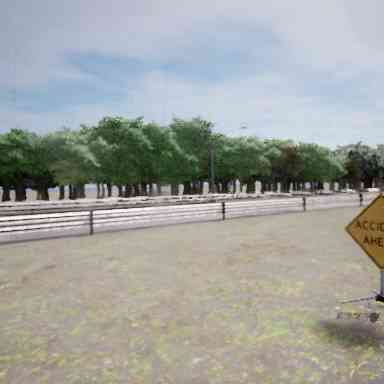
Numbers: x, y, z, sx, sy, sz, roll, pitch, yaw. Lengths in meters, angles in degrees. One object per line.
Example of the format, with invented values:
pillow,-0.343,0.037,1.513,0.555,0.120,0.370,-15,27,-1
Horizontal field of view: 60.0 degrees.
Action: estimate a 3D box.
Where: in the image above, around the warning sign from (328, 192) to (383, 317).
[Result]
warning sign,3.180,0.946,5.532,1.060,1.860,1.300,-2,2,-35
